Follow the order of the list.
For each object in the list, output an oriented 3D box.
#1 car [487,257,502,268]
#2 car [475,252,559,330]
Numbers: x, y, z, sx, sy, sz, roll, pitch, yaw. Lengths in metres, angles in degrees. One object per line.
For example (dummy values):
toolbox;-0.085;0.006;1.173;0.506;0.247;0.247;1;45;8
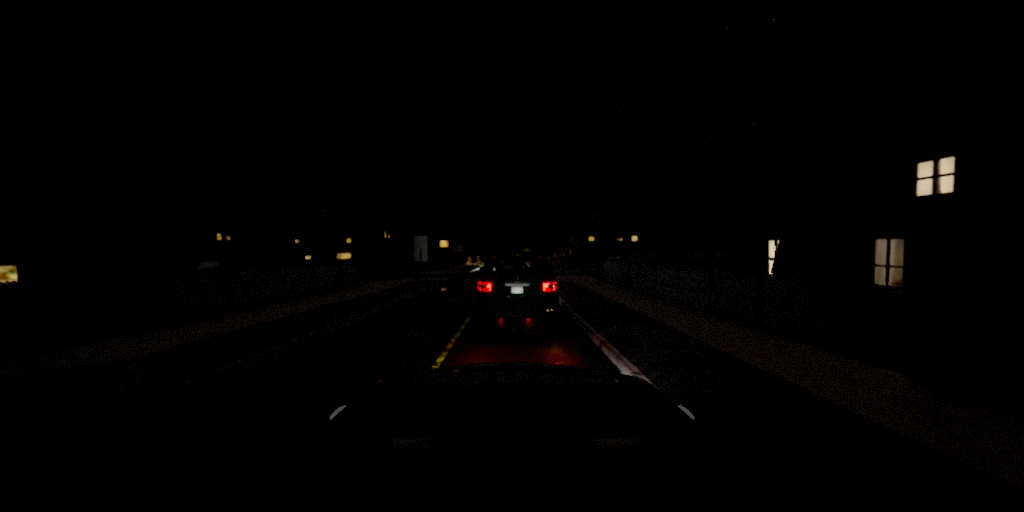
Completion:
car;-2.616;0.971;55.308;2.128;1.511;4.902;0;0;0
car;0.132;0.909;11.107;2.150;2.045;5.566;0;0;0
